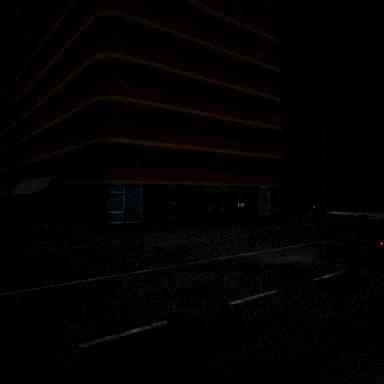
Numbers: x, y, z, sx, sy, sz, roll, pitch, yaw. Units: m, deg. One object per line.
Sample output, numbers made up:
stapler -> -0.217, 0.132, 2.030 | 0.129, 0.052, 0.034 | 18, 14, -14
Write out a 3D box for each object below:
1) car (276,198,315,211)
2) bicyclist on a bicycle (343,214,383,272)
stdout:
car -> 12.509, 1.492, 40.026 | 2.128, 1.511, 4.902 | 0, 0, -38
bicyclist on a bicycle -> 5.018, 1.455, 9.348 | 0.582, 1.620, 1.656 | 0, -2, -38
